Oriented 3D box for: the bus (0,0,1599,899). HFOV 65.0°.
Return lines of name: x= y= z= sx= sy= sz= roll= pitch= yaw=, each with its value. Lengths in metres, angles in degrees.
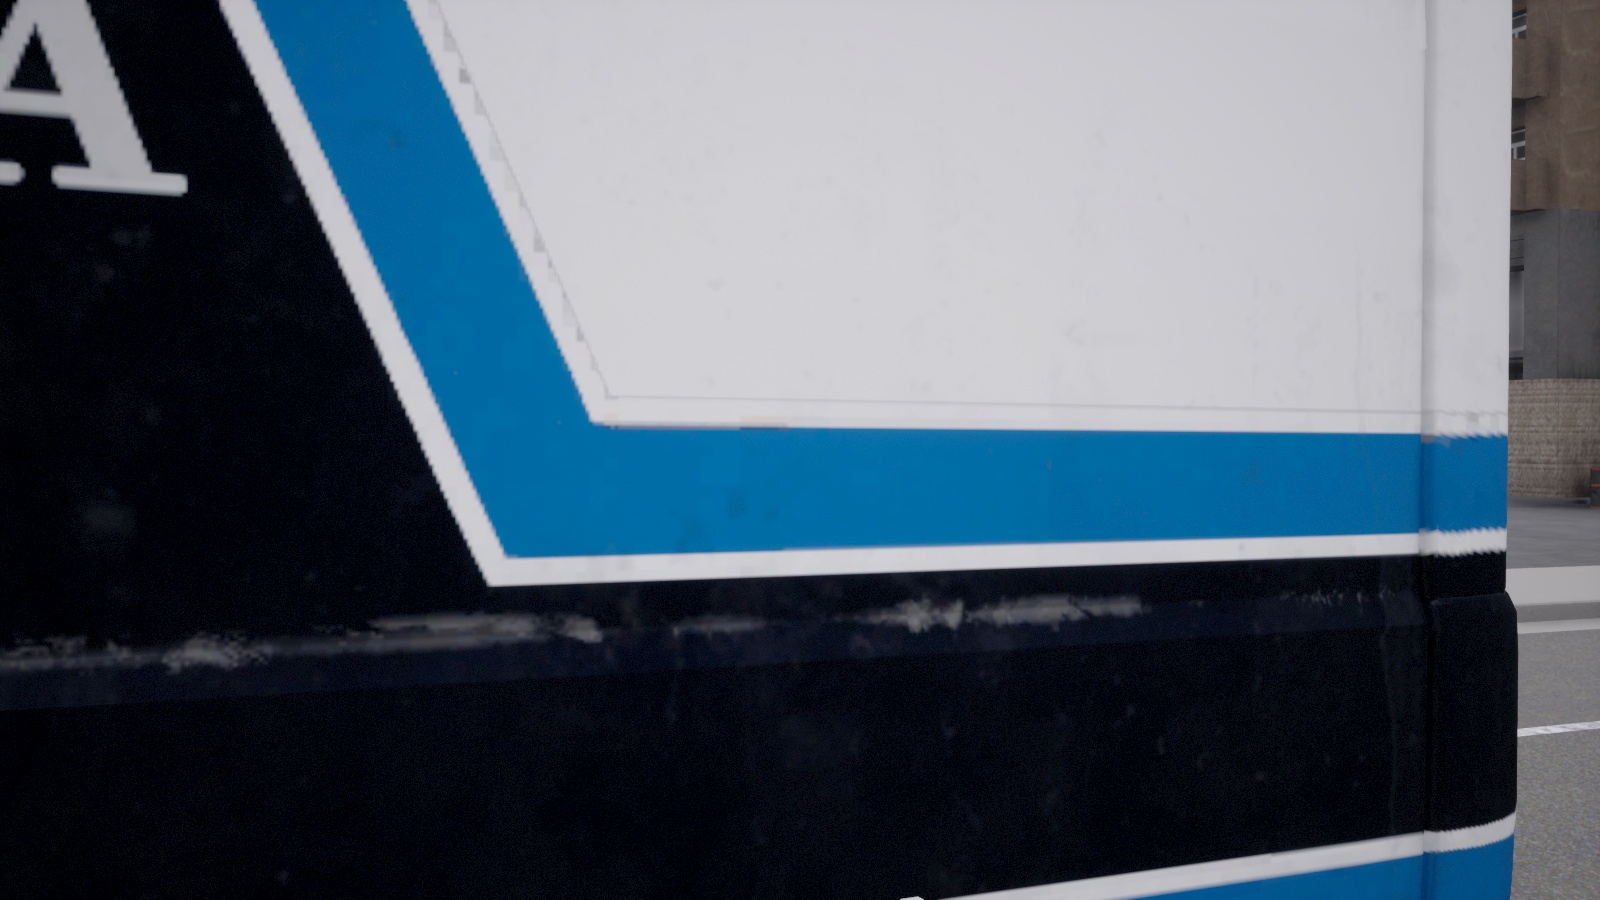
bus: x=-4.445 y=-0.550 z=1.569 sx=10.273 sy=4.253 sz=3.944 roll=-1 pitch=1 yaw=-21
